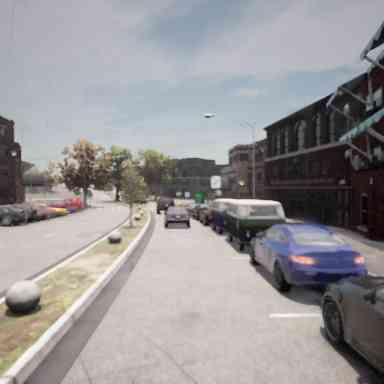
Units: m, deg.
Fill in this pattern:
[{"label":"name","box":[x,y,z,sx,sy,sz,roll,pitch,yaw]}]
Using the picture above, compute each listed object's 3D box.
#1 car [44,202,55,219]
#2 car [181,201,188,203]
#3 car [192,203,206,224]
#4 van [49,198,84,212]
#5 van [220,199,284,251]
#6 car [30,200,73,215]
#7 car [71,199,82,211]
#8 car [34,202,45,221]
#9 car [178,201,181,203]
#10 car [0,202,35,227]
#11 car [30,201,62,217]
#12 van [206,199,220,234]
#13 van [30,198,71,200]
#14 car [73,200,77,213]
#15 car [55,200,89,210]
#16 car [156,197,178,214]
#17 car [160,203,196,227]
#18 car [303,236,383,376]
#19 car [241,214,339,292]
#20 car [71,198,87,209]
[{"label":"car","box":[-15.438,1.879,30.153,4.792,1.488,2.163,0,-1,-7]},{"label":"car","box":[0.168,1.929,37.812,1.812,1.442,4.674,0,-1,-8]},{"label":"car","box":[1.155,1.789,31.013,2.097,1.535,5.008,0,-1,-6]},{"label":"van","box":[-18.392,1.867,48.918,4.442,1.987,1.878,0,-1,-11]},{"label":"van","box":[2.582,1.328,14.590,1.878,1.987,4.442,0,0,-2]},{"label":"car","box":[-16.022,1.926,35.585,5.366,1.575,1.946,0,-1,-8]},{"label":"car","box":[-17.468,2.064,43.521,4.792,1.488,2.163,0,-1,-10]},{"label":"car","box":[-15.168,1.837,27.438,4.792,1.488,2.163,0,-1,-6]},{"label":"car","box":[-1.399,2.009,47.820,1.882,1.535,5.008,0,0,-10]},{"label":"car","box":[-14.833,1.763,24.726,4.892,1.521,2.231,0,-1,-6]},{"label":"car","box":[-15.825,1.931,32.856,4.674,1.452,2.002,0,-1,-7]},{"label":"van","box":[2.209,1.398,20.116,1.878,1.987,4.442,0,-1,-4]},{"label":"van","box":[-16.733,1.742,38.245,4.442,1.987,1.878,0,-1,-9]},{"label":"car","box":[-17.049,2.043,40.939,4.674,1.452,2.002,0,-1,-9]},{"label":"car","box":[-19.521,2.146,54.311,4.892,1.521,2.231,0,0,-11]},{"label":"car","box":[-3.450,1.706,42.900,2.150,2.045,5.566,0,-1,-9]},{"label":"car","box":[-1.178,1.776,25.012,2.033,1.411,5.357,0,-1,-5]},{"label":"car","box":[2.971,1.521,3.381,2.002,1.452,4.674,0,0,-1]},{"label":"car","box":[2.821,1.545,8.921,2.002,1.452,4.674,0,0,-2]},{"label":"car","box":[-18.020,1.814,46.195,5.566,2.045,2.435,0,-1,-10]}]
